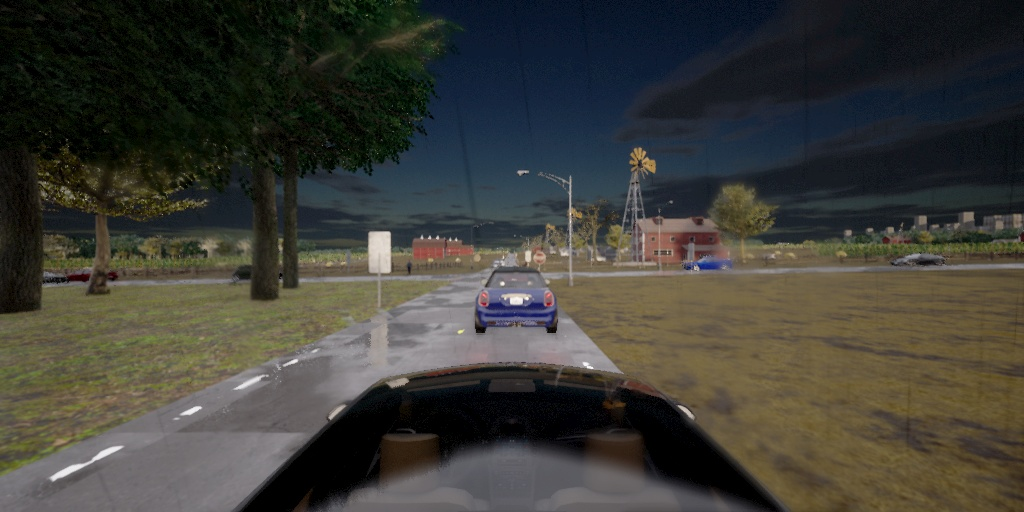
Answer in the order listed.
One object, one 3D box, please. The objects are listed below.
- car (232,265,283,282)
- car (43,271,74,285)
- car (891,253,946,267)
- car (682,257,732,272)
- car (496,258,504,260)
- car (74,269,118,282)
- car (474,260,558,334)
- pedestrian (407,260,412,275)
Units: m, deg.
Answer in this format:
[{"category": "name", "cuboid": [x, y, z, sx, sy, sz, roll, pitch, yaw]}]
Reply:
[{"category": "car", "cuboid": [-25.435, 1.674, 36.243, 4.553, 1.767, 2.097, -1, 1, 0]}, {"category": "car", "cuboid": [-48.397, 2.233, 36.475, 4.892, 1.490, 1.837, -1, 1, 1]}, {"category": "car", "cuboid": [43.779, 0.443, 38.647, 4.674, 1.442, 1.812, -1, 1, 1]}, {"category": "car", "cuboid": [21.092, 0.864, 38.856, 5.008, 1.535, 1.882, -1, 1, 0]}, {"category": "car", "cuboid": [-2.697, 1.508, 61.499, 2.128, 1.511, 4.902, 0, -1, 1]}, {"category": "car", "cuboid": [-46.307, 2.127, 39.285, 5.008, 1.535, 1.882, -1, 1, 1]}, {"category": "car", "cuboid": [0.111, 1.112, 10.785, 2.097, 1.767, 4.553, 0, 0, 0]}, {"category": "pedestrian", "cuboid": [-12.076, 1.307, 42.119, 0.375, 1.860, 0.375, 0, 2, 0]}]
